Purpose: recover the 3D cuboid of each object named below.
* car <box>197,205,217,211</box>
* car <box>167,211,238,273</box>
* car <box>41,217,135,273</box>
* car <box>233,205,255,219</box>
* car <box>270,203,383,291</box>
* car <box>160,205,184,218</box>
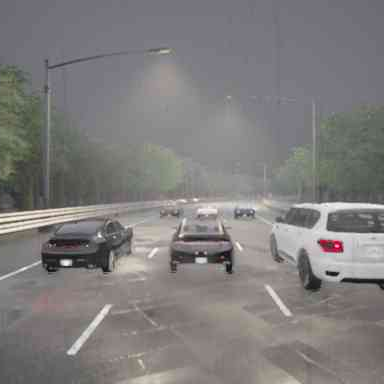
[{"bbox_3d":[1.590,1.907,33.160,1.895,1.301,4.718,0,-1,5],"label":"car"},{"bbox_3d":[0.319,1.593,11.105,2.128,1.511,4.902,0,-1,2],"label":"car"},{"bbox_3d":[-3.183,1.602,11.029,1.837,1.490,4.892,0,-1,2],"label":"car"},{"bbox_3d":[5.098,1.910,33.092,1.895,1.301,4.718,0,-1,5],"label":"car"},{"bbox_3d":[3.758,1.310,9.406,2.150,2.045,5.566,0,-1,1],"label":"car"},{"bbox_3d":[-1.910,1.905,33.283,1.895,1.301,4.718,0,-1,5],"label":"car"}]
